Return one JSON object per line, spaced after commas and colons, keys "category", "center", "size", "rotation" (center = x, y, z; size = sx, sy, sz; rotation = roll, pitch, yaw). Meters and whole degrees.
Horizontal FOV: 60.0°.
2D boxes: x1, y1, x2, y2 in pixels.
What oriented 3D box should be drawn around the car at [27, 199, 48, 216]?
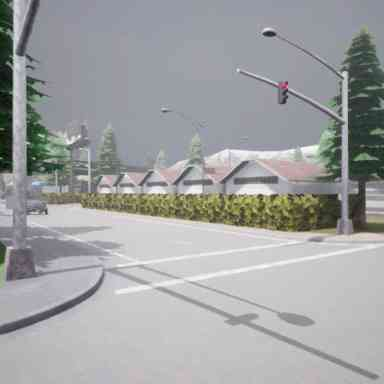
{"category": "car", "center": [-15.483, 1.441, 32.586], "size": [1.812, 1.442, 4.674], "rotation": [0, 0, -36]}
